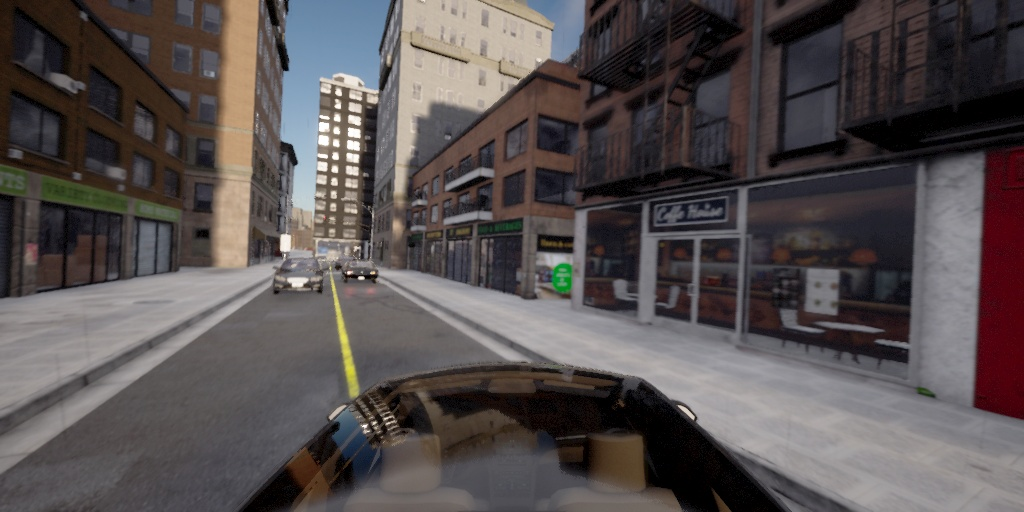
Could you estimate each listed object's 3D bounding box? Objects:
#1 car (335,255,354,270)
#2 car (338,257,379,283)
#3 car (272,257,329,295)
[{"bbox_3d":[-16.165,0.630,35.136,1.994,1.385,4.181,3,0,-27],"label":"car"},{"bbox_3d":[-9.649,0.941,22.607,1.895,1.301,4.718,3,0,-27],"label":"car"},{"bbox_3d":[-9.548,0.827,16.288,2.128,1.511,4.902,3,0,-27],"label":"car"}]
